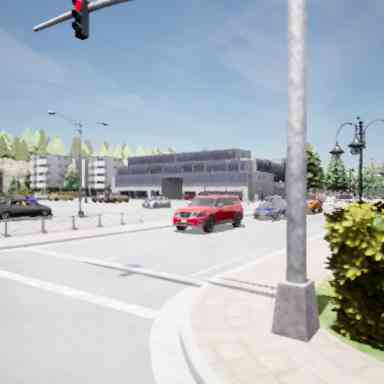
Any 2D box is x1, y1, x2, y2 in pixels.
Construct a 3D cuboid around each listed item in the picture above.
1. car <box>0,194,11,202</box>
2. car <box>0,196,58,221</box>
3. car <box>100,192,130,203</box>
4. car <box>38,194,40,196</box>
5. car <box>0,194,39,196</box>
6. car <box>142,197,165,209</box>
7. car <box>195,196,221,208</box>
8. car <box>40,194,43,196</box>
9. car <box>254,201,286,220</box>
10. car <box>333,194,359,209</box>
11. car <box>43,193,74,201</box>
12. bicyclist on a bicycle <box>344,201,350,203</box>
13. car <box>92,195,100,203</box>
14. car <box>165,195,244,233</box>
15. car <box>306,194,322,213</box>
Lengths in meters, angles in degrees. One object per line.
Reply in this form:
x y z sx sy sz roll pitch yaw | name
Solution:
-38.412 1.108 65.266 2.007 1.523 4.514 0 0 35 | car
-12.750 1.272 24.665 2.007 1.523 4.514 0 0 35 | car
-12.858 0.982 56.768 1.932 1.855 4.605 0 0 35 | car
-20.600 1.211 39.529 1.845 1.501 3.633 0 0 35 | car
-15.344 1.254 26.430 2.152 1.636 5.027 0 0 35 | car
-4.465 1.311 41.598 1.970 1.475 3.806 0 0 35 | car
2.248 1.310 45.944 1.845 1.501 3.633 0 0 35 | car
-31.356 1.054 68.915 1.970 1.475 3.806 0 0 35 | car
6.852 1.500 28.205 1.812 1.442 4.674 0 0 34 | car
17.188 1.208 36.679 2.150 2.045 5.566 0 0 34 | car
-25.925 0.993 65.480 2.152 1.636 5.027 0 0 35 | car
7.922 1.295 16.612 1.656 1.620 0.582 0 0 35 | bicyclist on a bicycle
-15.470 0.953 58.106 1.905 1.878 3.866 0 0 35 | car
1.131 1.195 19.946 2.150 2.045 5.566 0 0 35 | car
12.870 1.197 36.847 2.150 2.045 5.566 0 0 32 | car
